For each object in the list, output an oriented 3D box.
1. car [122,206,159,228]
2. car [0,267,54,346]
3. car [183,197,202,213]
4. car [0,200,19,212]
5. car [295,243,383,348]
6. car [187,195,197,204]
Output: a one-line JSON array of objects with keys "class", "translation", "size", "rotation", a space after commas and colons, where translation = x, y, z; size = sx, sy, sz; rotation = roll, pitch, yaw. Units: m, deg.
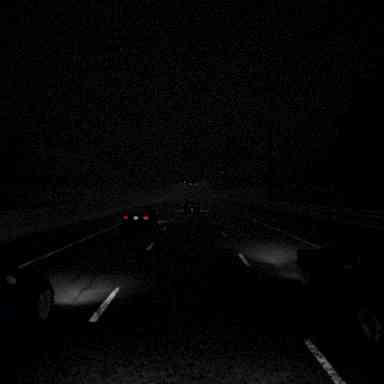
[{"class": "car", "translation": [-3.396, 1.629, 22.611], "size": [2.033, 1.411, 5.357], "rotation": [0, 0, 0]}, {"class": "car", "translation": [-3.399, 1.539, 4.086], "size": [1.812, 1.442, 4.674], "rotation": [0, 0, 0]}, {"class": "car", "translation": [0.005, 1.645, 38.188], "size": [1.837, 1.490, 4.892], "rotation": [0, 0, 0]}, {"class": "car", "translation": [-17.495, 1.508, 29.854], "size": [1.882, 1.535, 5.008], "rotation": [0, 0, 0]}, {"class": "car", "translation": [3.501, 1.621, 6.268], "size": [1.895, 1.301, 4.718], "rotation": [0, 0, 0]}, {"class": "car", "translation": [0.010, 1.594, 72.233], "size": [2.097, 1.767, 4.553], "rotation": [0, 0, 0]}]
